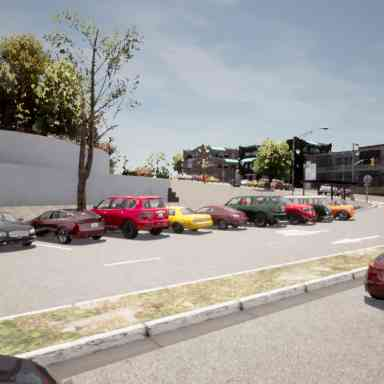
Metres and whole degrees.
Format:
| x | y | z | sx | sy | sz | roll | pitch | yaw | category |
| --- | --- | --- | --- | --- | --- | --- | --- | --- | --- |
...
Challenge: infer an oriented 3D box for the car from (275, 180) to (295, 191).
| x | y | z | sx | sy | sz | roll | pitch | yaw | category |
| --- | --- | --- | --- | --- | --- | --- | --- | --- | --- |
| 19.097 | -0.991 | 66.266 | 2.231 | 1.521 | 4.892 | 7 | 3 | 35 | car |

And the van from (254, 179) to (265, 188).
| x | y | z | sx | sy | sz | roll | pitch | yaw | category |
| --- | --- | --- | --- | --- | --- | --- | --- | --- | --- |
| 15.609 | -1.763 | 71.100 | 1.878 | 1.987 | 4.442 | 7 | 4 | 35 | van |

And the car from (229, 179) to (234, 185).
| x | y | z | sx | sy | sz | roll | pitch | yaw | category |
| --- | --- | --- | --- | --- | --- | --- | --- | --- | --- |
| 10.463 | -2.316 | 78.615 | 2.002 | 1.452 | 4.674 | 7 | 3 | 35 | car |

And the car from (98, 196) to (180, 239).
| x | y | z | sx | sy | sz | roll | pitch | yaw | category |
| --- | --- | --- | --- | --- | --- | --- | --- | --- | --- |
| -3.718 | 1.248 | 17.582 | 5.566 | 2.045 | 2.435 | -1 | -1 | 35 | car |

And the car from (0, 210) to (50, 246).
| x | y | z | sx | sy | sz | roll | pitch | yaw | category |
| --- | --- | --- | --- | --- | --- | --- | --- | --- | --- |
| -8.584 | 1.493 | 14.092 | 4.892 | 1.521 | 2.231 | -1 | -1 | 35 | car |

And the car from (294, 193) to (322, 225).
| x | y | z | sx | sy | sz | roll | pitch | yaw | category |
| --- | --- | --- | --- | --- | --- | --- | --- | --- | --- |
| 6.151 | 1.267 | 24.498 | 5.566 | 2.045 | 2.435 | -1 | -1 | 35 | car |

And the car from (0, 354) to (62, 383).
| x | y | z | sx | sy | sz | roll | pitch | yaw | category |
| --- | --- | --- | --- | --- | --- | --- | --- | --- | --- |
| -2.855 | 1.504 | 1.097 | 4.892 | 1.490 | 1.837 | 0 | 0 | -35 | car |

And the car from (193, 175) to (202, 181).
| x | y | z | sx | sy | sz | roll | pitch | yaw | category |
| --- | --- | --- | --- | --- | --- | --- | --- | --- | --- |
| 3.508 | -3.698 | 88.386 | 2.435 | 2.045 | 5.566 | 7 | 3 | 34 | car |

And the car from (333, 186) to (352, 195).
| x | y | z | sx | sy | sz | roll | pitch | yaw | category |
| --- | --- | --- | --- | --- | --- | --- | --- | --- | --- |
| 25.996 | 0.137 | 56.406 | 2.002 | 1.452 | 4.674 | 7 | 3 | 35 | car |

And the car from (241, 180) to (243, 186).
| x | y | z | sx | sy | sz | roll | pitch | yaw | category |
| --- | --- | --- | --- | --- | --- | --- | --- | --- | --- |
| 12.204 | -2.042 | 76.153 | 2.002 | 1.452 | 4.674 | 7 | 4 | 35 | car |

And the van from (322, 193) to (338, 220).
| x | y | z | sx | sy | sz | roll | pitch | yaw | category |
| --- | --- | --- | --- | --- | --- | --- | --- | --- | --- |
| 8.690 | 1.297 | 26.167 | 4.442 | 1.987 | 1.878 | -1 | -1 | 35 | van |

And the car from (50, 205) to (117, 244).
| x | y | z | sx | sy | sz | roll | pitch | yaw | category |
| --- | --- | --- | --- | --- | --- | --- | --- | --- | --- |
| -6.163 | 1.524 | 15.838 | 4.792 | 1.488 | 2.163 | -1 | -1 | 35 | car |

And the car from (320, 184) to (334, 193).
| x | y | z | sx | sy | sz | roll | pitch | yaw | category |
| --- | --- | --- | --- | --- | --- | --- | --- | --- | --- |
| 24.305 | -0.425 | 58.879 | 2.435 | 2.045 | 5.566 | 7 | 3 | 35 | car |

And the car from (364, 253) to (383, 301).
| x | y | z | sx | sy | sz | roll | pitch | yaw | category |
| --- | --- | --- | --- | --- | --- | --- | --- | --- | --- |
| 5.588 | 1.574 | 7.121 | 4.181 | 1.385 | 1.994 | 0 | 0 | -34 | car |

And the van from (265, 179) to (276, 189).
| x | y | z | sx | sy | sz | roll | pitch | yaw | category |
| --- | --- | --- | --- | --- | --- | --- | --- | --- | --- |
| 17.337 | -1.490 | 68.629 | 1.878 | 1.987 | 4.442 | 7 | 4 | 35 | van |

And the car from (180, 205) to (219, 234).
| x | y | z | sx | sy | sz | roll | pitch | yaw | category |
| --- | --- | --- | --- | --- | --- | --- | --- | --- | --- |
| -1.398 | 1.503 | 19.409 | 5.366 | 1.575 | 1.946 | -1 | -1 | 35 | car |

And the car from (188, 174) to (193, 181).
| x | y | z | sx | sy | sz | roll | pitch | yaw | category |
| --- | --- | --- | --- | --- | --- | --- | --- | --- | --- |
| 1.715 | -3.849 | 90.853 | 2.185 | 1.767 | 4.553 | 6 | 3 | 34 | car |

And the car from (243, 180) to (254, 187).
| x | y | z | sx | sy | sz | roll | pitch | yaw | category |
| --- | --- | --- | --- | --- | --- | --- | --- | --- | --- |
| 14.035 | -1.811 | 73.832 | 1.946 | 1.575 | 5.366 | 7 | 3 | 35 | car |

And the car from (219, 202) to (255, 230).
| x | y | z | sx | sy | sz | roll | pitch | yaw | category |
| --- | --- | --- | --- | --- | --- | --- | --- | --- | --- |
| 1.209 | 1.549 | 21.036 | 4.674 | 1.452 | 2.002 | -1 | -1 | 35 | car |

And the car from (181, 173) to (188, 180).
| x | y | z | sx | sy | sz | roll | pitch | yaw | category |
| --- | --- | --- | --- | --- | --- | --- | --- | --- | --- |
| -0.015 | -4.084 | 93.323 | 2.185 | 1.767 | 4.553 | 4 | 1 | 33 | car |

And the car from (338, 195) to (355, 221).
| x | y | z | sx | sy | sz | roll | pitch | yaw | category |
| --- | --- | --- | --- | --- | --- | --- | --- | --- | --- |
| 11.099 | 1.404 | 27.917 | 4.553 | 1.767 | 2.185 | -1 | -1 | 35 | car |

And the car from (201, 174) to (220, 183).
| x | y | z | sx | sy | sz | roll | pitch | yaw | category |
| --- | --- | --- | --- | --- | --- | --- | --- | --- | --- |
| 5.359 | -3.175 | 86.127 | 1.946 | 1.575 | 5.366 | 7 | 3 | 34 | car |

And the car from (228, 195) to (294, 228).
| x | y | z | sx | sy | sz | roll | pitch | yaw | category |
| --- | --- | --- | --- | --- | --- | --- | --- | --- | --- |
| 3.637 | 1.263 | 22.793 | 5.566 | 2.045 | 2.435 | -1 | -1 | 35 | car |
